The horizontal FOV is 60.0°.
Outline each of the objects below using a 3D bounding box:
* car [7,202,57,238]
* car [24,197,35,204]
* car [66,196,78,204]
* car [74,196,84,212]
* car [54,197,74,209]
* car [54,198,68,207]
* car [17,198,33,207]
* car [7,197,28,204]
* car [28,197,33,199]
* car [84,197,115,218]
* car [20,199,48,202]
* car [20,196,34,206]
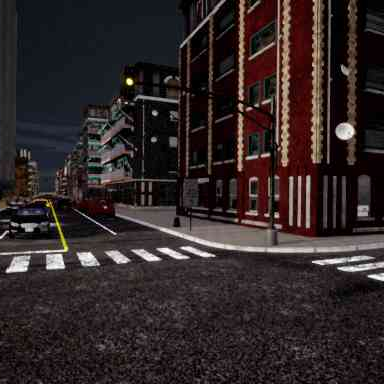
[{"bbox_3d":[-8.603,1.513,17.850,2.128,1.511,4.902,1,0,-23],"label":"car"},{"bbox_3d":[-33.701,1.711,68.983,1.802,1.307,4.206,1,0,-24],"label":"car"},{"bbox_3d":[-25.444,1.675,70.410,1.967,1.590,4.097,1,0,-24],"label":"car"},{"bbox_3d":[-12.960,1.468,41.412,2.192,1.841,5.009,1,0,-24],"label":"car"},{"bbox_3d":[-17.869,1.641,46.512,1.837,1.490,4.892,1,-1,-24],"label":"car"},{"bbox_3d":[-21.906,1.724,55.530,1.994,1.385,4.181,1,0,-24],"label":"car"},{"bbox_3d":[-26.885,1.639,53.650,2.008,1.369,4.403,1,0,-24],"label":"car"},{"bbox_3d":[-20.188,1.597,38.266,2.008,1.369,4.403,1,0,-24],"label":"car"},{"bbox_3d":[-16.545,1.551,36.329,1.882,1.535,5.008,1,0,-24],"label":"car"},{"bbox_3d":[-8.496,1.440,31.156,2.192,1.841,5.009,1,0,-24],"label":"car"},{"bbox_3d":[-12.422,1.571,26.687,1.812,1.442,4.674,1,0,-23],"label":"car"},{"bbox_3d":[-29.158,1.542,58.759,1.967,1.590,4.097,1,0,-24],"label":"car"}]
